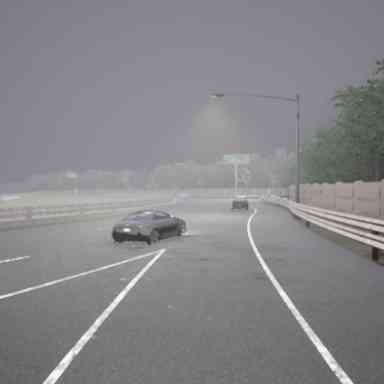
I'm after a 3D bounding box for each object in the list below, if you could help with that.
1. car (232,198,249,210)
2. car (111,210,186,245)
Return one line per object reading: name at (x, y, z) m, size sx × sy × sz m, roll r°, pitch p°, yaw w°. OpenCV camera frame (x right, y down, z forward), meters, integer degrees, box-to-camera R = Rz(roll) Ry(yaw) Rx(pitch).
car at (6.065, 1.429, 41.752) m, size 1.882 × 1.535 × 5.008 m, roll 0°, pitch 0°, yaw 10°
car at (-1.886, 1.549, 15.628) m, size 1.994 × 1.385 × 4.181 m, roll 0°, pitch 0°, yaw 24°
